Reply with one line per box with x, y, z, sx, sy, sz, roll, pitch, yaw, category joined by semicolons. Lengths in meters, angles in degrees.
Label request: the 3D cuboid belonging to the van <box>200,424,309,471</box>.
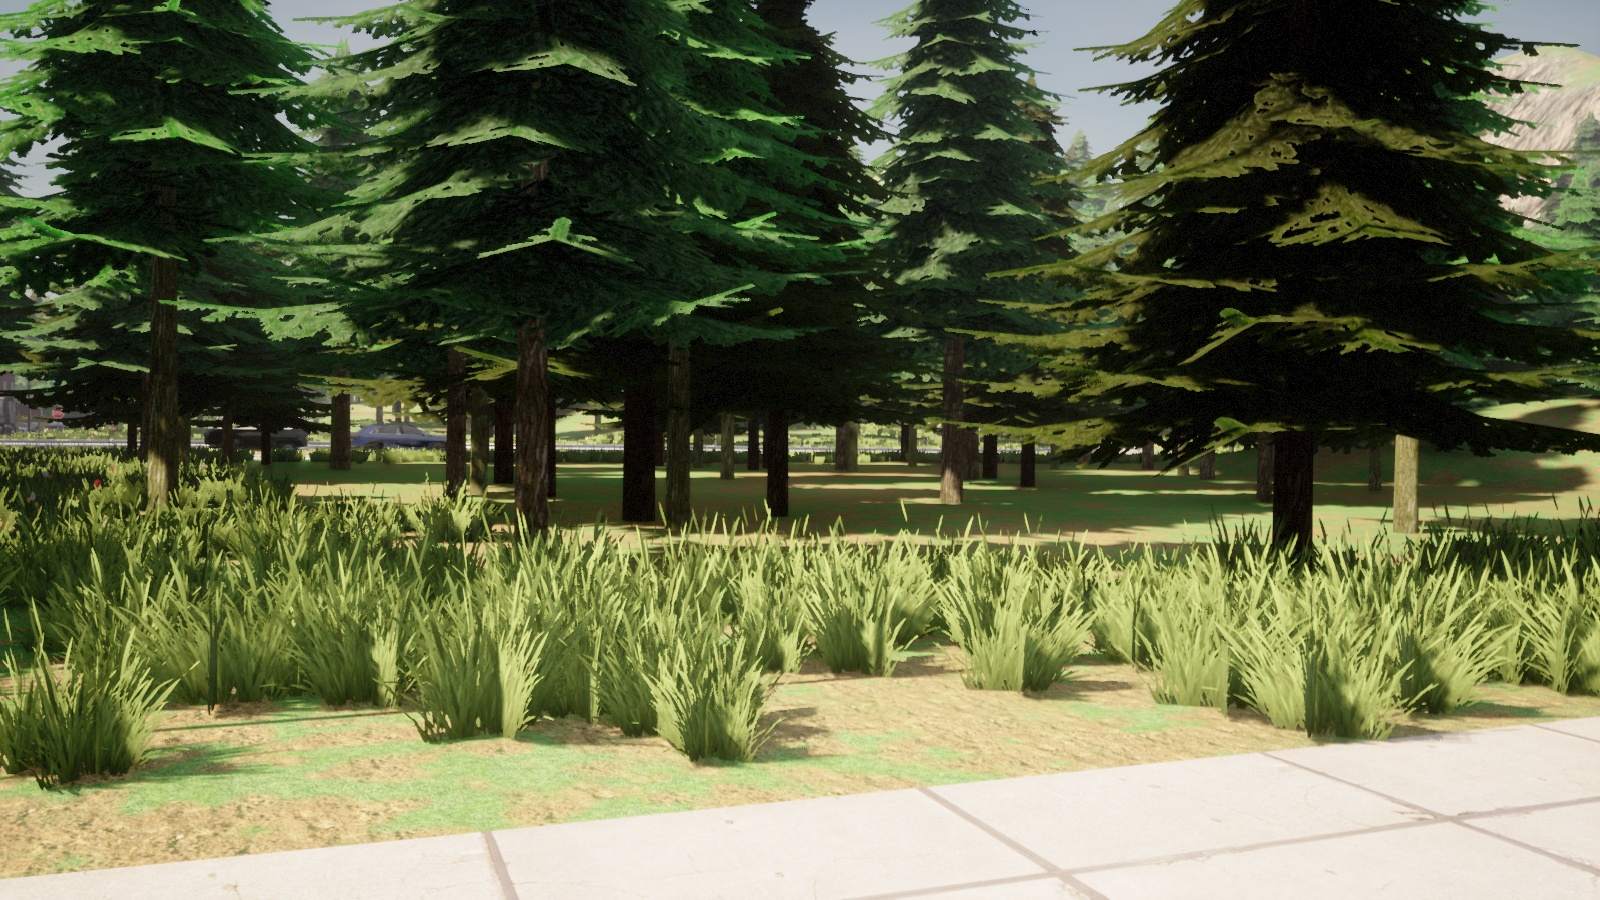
-24.948;-0.140;57.528;4.480;2.038;2.069;-1;1;-24;van

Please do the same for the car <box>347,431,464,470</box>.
-17.865;0.008;56.852;4.856;1.649;2.033;-1;1;-24;car
